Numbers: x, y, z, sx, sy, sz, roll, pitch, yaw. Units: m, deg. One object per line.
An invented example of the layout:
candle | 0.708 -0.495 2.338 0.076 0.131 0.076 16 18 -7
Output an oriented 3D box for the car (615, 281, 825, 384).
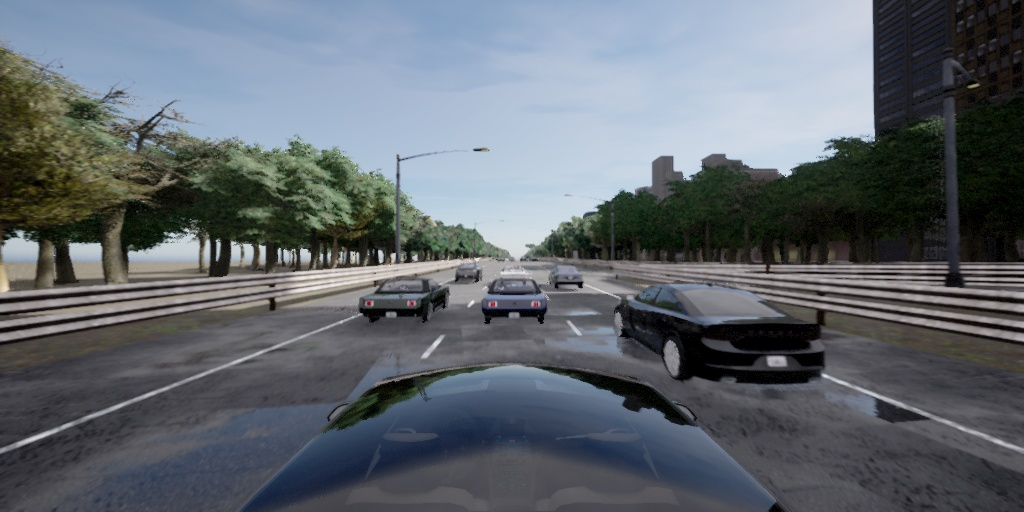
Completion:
car | 3.547 1.248 7.254 1.882 1.535 5.008 0 0 0

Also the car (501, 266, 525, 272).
car | 0.077 1.408 27.423 1.895 1.301 4.718 0 0 0

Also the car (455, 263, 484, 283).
car | -3.417 1.298 29.130 2.128 1.511 4.902 0 0 0

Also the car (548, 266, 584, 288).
car | 3.559 1.358 24.170 2.033 1.411 5.357 0 0 0

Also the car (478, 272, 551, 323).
car | 0.077 1.389 12.297 1.895 1.301 4.718 0 0 0

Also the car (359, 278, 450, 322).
car | -3.422 1.390 12.428 1.895 1.301 4.718 0 0 0
